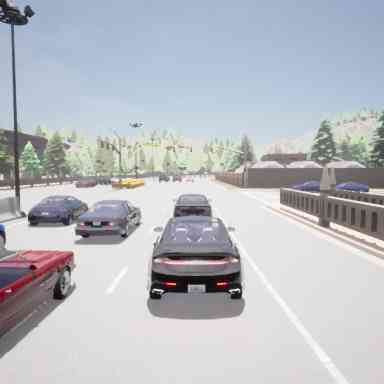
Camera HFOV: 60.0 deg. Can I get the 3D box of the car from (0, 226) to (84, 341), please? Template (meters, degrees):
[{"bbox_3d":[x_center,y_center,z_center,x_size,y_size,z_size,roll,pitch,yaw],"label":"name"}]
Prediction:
[{"bbox_3d":[-3.421,1.528,5.101,1.895,1.301,4.718,0,1,0],"label":"car"}]

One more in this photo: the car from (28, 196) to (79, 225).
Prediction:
[{"bbox_3d":[-6.980,0.879,17.794,1.994,1.385,4.181,0,3,0],"label":"car"}]

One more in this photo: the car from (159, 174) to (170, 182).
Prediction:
[{"bbox_3d":[-7.438,-3.611,86.977,2.150,2.045,5.566,0,3,0],"label":"car"}]

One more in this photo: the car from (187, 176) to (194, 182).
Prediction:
[{"bbox_3d":[-0.452,-3.458,89.668,1.812,1.442,4.674,0,3,0],"label":"car"}]

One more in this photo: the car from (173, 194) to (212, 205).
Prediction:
[{"bbox_3d":[0.025,0.815,17.455,1.882,1.535,5.008,0,3,-1],"label":"car"}]

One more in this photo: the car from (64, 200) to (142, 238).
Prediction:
[{"bbox_3d":[-3.466,1.050,14.616,2.033,1.411,5.357,0,3,0],"label":"car"}]

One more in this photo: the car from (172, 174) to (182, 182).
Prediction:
[{"bbox_3d":[-3.938,-3.612,86.995,2.150,2.045,5.566,0,3,0],"label":"car"}]

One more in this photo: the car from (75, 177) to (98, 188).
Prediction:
[{"bbox_3d":[-17.853,-1.581,55.435,2.097,1.767,4.553,0,3,0],"label":"car"}]

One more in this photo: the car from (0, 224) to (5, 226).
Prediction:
[{"bbox_3d":[-6.937,1.283,8.822,1.882,1.535,5.008,0,2,0],"label":"car"}]

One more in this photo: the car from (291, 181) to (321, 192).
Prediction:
[{"bbox_3d":[15.001,-0.617,42.228,4.674,1.442,1.812,0,3,2],"label":"car"}]

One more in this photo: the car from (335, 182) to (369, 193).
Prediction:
[{"bbox_3d":[18.037,-0.402,38.635,4.674,1.442,1.812,0,3,2],"label":"car"}]

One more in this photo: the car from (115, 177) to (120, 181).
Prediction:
[{"bbox_3d":[-17.886,-2.697,76.962,1.812,1.442,4.674,0,3,0],"label":"car"}]

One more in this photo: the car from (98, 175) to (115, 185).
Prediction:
[{"bbox_3d":[-17.834,-2.396,66.884,2.150,2.045,5.566,0,3,0],"label":"car"}]

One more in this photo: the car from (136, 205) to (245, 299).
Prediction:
[{"bbox_3d":[0.067,1.327,8.034,2.128,1.511,4.902,0,2,0],"label":"car"}]
